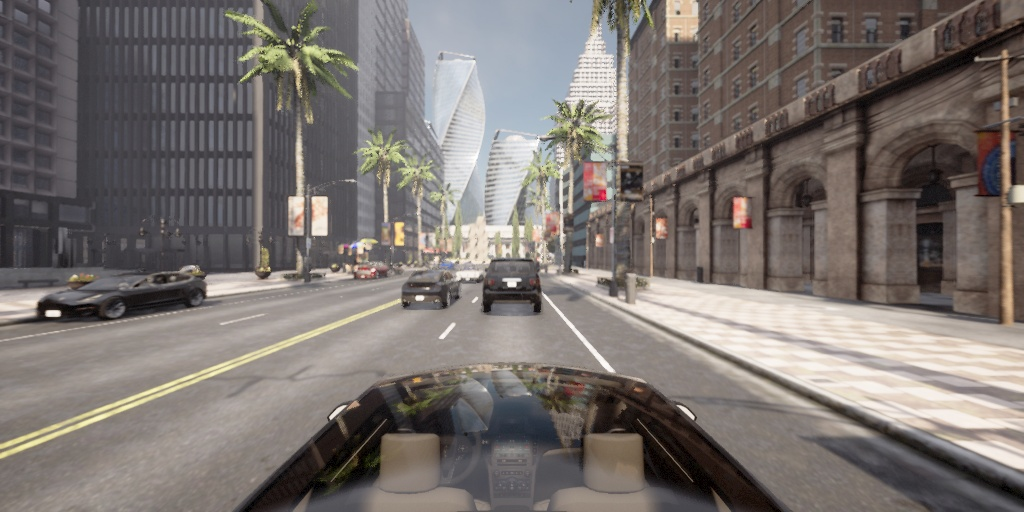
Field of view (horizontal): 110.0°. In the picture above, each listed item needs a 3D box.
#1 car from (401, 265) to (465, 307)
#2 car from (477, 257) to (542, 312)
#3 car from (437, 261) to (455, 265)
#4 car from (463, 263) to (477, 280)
[{"bbox_3d":[-3.467,1.348,16.000,1.837,1.490,4.892,0,0,1],"label":"car"},{"bbox_3d":[0.021,1.060,14.821,2.150,2.045,5.566,0,0,0],"label":"car"},{"bbox_3d":[-10.890,1.608,60.772,1.882,1.535,5.008,0,0,0],"label":"car"},{"bbox_3d":[-3.477,1.537,30.362,1.895,1.301,4.718,0,0,0],"label":"car"}]
